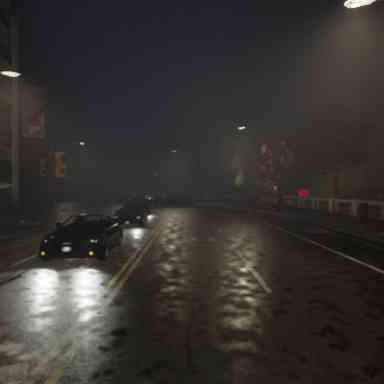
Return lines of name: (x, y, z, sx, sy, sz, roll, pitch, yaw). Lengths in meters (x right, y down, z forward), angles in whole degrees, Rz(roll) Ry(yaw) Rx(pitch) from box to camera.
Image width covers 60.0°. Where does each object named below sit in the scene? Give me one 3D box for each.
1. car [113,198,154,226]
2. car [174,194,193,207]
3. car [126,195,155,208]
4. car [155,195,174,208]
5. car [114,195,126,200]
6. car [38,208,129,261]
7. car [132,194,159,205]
car: (-3.947, 1.385, 22.253, 2.033, 1.411, 5.357, 0, 0, -3)
car: (-1.756, 1.023, 43.883, 2.097, 1.767, 4.553, 0, 0, -29)
car: (-5.176, 1.239, 32.681, 1.882, 1.535, 5.008, 0, 0, -14)
car: (-4.430, 1.185, 41.464, 2.128, 1.511, 4.902, 0, 0, -26)
car: (-10.070, 1.164, 50.065, 1.812, 1.442, 4.674, -1, 1, -44)
car: (-3.718, 1.480, 11.794, 1.994, 1.385, 4.181, 0, 0, -1)
car: (-7.363, 1.143, 52.284, 1.812, 1.442, 4.674, -1, 1, -44)
